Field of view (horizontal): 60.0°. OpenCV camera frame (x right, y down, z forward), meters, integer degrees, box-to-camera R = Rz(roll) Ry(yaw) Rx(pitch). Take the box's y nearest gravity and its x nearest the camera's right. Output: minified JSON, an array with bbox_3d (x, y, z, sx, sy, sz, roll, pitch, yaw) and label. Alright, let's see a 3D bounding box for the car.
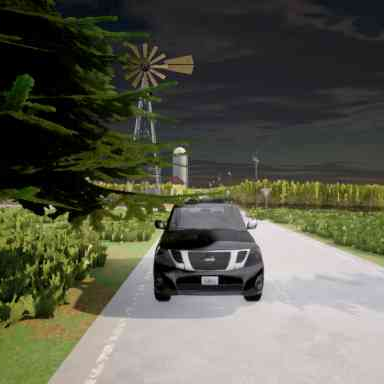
[{"bbox_3d":[0.333,1.221,8.675,2.150,2.045,5.566,0,0,0],"label":"car"}]
